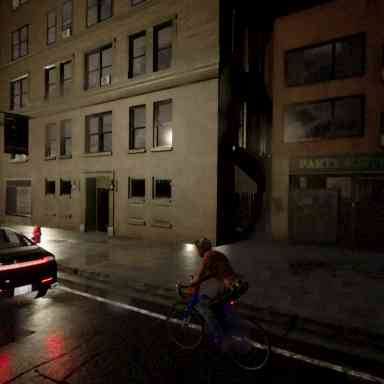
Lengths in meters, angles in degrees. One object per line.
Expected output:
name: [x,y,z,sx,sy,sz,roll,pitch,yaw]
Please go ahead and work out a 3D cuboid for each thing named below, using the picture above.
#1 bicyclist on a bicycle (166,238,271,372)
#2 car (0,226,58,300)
bicyclist on a bicycle: [0.284,1.452,4.475,1.656,1.620,0.582,0,0,36]
car: [-4.890,1.490,7.217,4.902,1.511,2.128,0,0,36]
